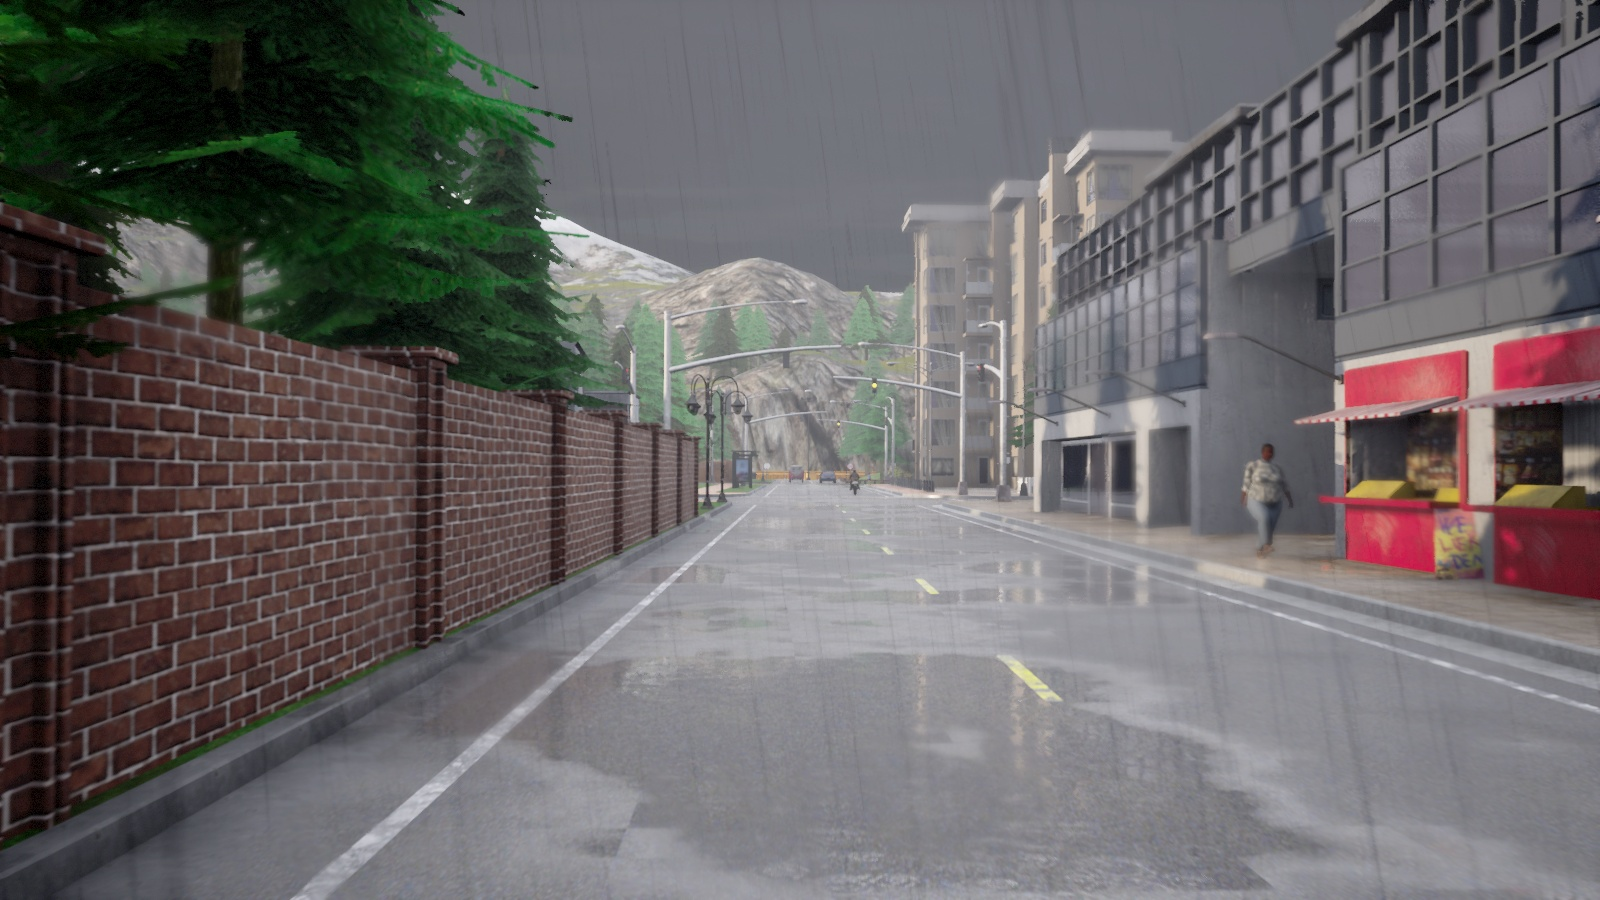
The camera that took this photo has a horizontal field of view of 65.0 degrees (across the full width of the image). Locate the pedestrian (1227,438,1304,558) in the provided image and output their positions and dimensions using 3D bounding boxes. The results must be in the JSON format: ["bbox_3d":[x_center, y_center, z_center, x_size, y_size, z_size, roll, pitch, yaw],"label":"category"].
[{"bbox_3d":[7.375,0.746,19.936,0.874,1.855,0.900,0,-1,-1],"label":"pedestrian"}]
